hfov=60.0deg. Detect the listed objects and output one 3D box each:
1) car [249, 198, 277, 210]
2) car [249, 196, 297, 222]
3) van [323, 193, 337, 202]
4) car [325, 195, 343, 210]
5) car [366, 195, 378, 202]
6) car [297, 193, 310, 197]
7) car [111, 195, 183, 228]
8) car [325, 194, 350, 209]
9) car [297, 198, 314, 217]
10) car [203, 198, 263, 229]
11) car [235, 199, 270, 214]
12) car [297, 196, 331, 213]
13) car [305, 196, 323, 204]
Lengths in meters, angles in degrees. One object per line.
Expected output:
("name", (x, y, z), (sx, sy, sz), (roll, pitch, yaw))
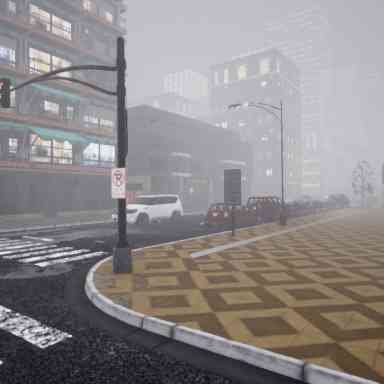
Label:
("car", (9.287, 1.489, 43.290), (1.752, 1.417, 4.829), (-1, 0, 36))
("car", (5.797, 1.216, 25.242), (2.192, 1.841, 5.009), (-1, 0, 36))
("van", (29.260, 1.229, 70.468), (1.690, 1.788, 3.998), (-1, 0, 36))
("car", (15.737, 1.415, 38.760), (2.008, 1.369, 4.403), (-1, 0, 36))
("car", (35.611, 1.334, 65.801), (1.887, 1.381, 4.507), (-1, 0, 36))
("car", (16.254, 1.109, 48.447), (1.882, 1.535, 5.008), (-1, 0, 36))
("car", (-2.866, 1.206, 22.601), (2.150, 2.045, 5.566), (-1, 0, 36))
("car", (19.047, 1.167, 43.268), (2.192, 1.841, 5.009), (-1, 0, 36))
("car", (9.113, 1.471, 29.747), (1.802, 1.307, 4.206), (-1, 0, 36))
("car", (2.486, 1.352, 20.734), (1.967, 1.590, 4.097), (-1, 0, 36))
("car", (6.442, 1.514, 35.247), (1.994, 1.385, 4.181), (-1, 0, 36))
("car", (12.425, 1.421, 34.254), (1.887, 1.381, 4.507), (-1, 0, 36))
("car", (22.537, 1.439, 61.317), (1.752, 1.417, 4.829), (-1, 0, 36))
